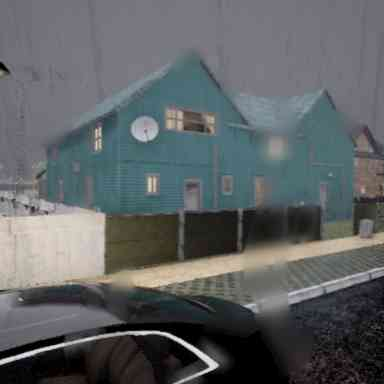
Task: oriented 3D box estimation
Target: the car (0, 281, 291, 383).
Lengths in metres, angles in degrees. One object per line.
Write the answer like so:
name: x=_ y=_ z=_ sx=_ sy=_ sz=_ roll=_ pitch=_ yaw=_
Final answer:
car: x=-1.460 y=1.505 z=2.023 sx=4.892 sy=1.490 sz=1.837 roll=0 pitch=0 yaw=-35
